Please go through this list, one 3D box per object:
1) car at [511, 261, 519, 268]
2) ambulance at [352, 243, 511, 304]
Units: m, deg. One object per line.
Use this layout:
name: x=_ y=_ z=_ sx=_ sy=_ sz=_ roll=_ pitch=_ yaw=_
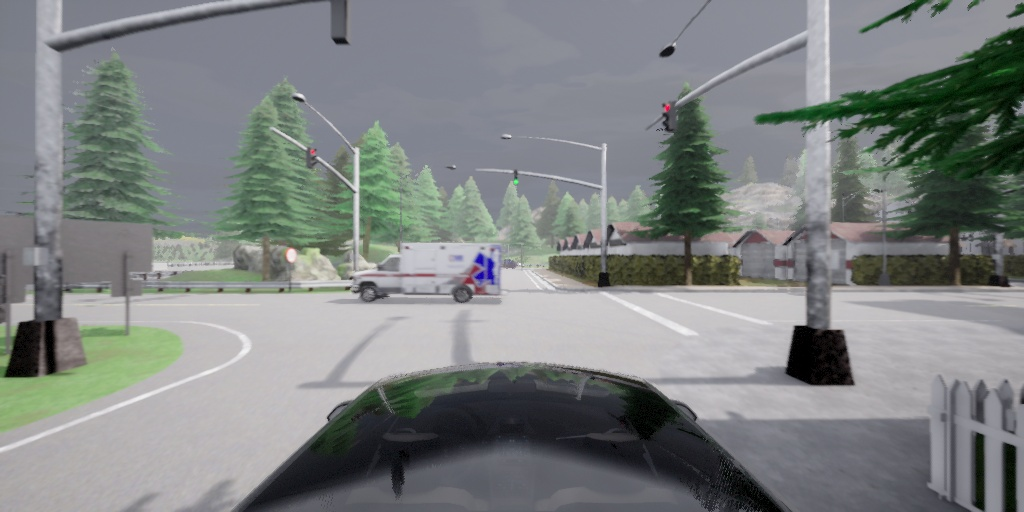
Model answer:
car: x=-1.289 y=1.410 z=60.626 sx=5.357 sy=1.411 sz=2.033 roll=0 pitch=0 yaw=-43
ambulance: x=-3.346 y=0.704 z=15.261 sx=6.366 sy=2.431 sz=2.351 roll=0 pitch=0 yaw=0
